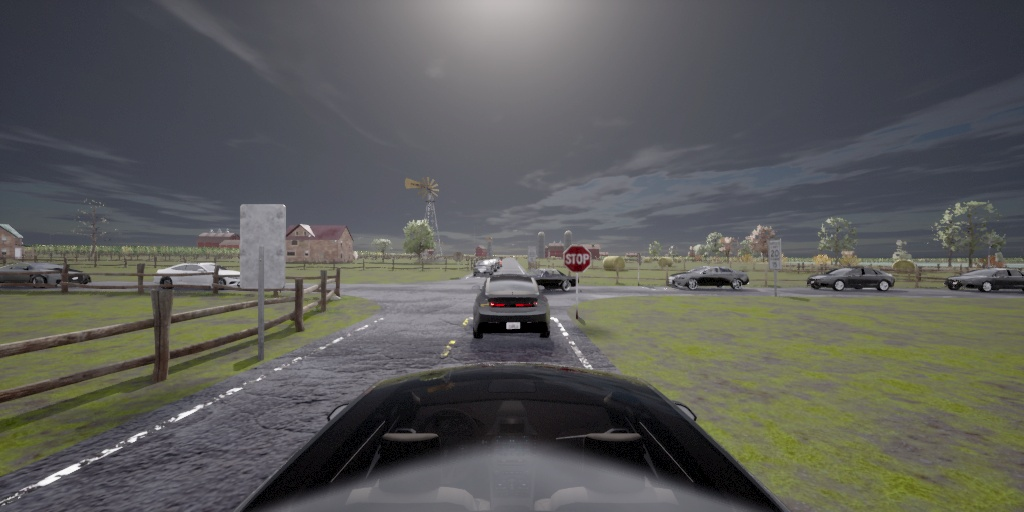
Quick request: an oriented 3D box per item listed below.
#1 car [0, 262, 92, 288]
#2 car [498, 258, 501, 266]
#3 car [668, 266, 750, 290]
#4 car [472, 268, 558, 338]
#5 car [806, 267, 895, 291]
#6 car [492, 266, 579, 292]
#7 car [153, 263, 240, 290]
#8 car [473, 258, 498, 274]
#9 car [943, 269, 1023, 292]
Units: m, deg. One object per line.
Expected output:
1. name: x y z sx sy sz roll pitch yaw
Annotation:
1. car: -26.372 1.048 19.977 4.181 1.385 1.994 1 -1 -1
2. car: -2.872 1.241 46.285 2.128 1.511 4.902 0 0 0
3. car: 12.788 1.397 23.434 4.902 1.511 2.128 1 -1 -2
4. car: -0.078 1.256 10.154 1.837 1.490 4.892 0 0 -3
5. car: 22.190 1.499 23.609 4.892 1.490 1.837 1 -1 -1
6. car: 1.491 1.369 20.201 4.718 1.301 1.895 1 0 -35
7. car: -17.252 1.104 20.103 4.674 1.442 1.812 1 -1 -1
8. car: -2.875 1.243 36.839 2.128 1.511 4.902 0 0 0
9. car: 31.692 1.587 23.734 4.892 1.490 1.837 1 -1 -1
